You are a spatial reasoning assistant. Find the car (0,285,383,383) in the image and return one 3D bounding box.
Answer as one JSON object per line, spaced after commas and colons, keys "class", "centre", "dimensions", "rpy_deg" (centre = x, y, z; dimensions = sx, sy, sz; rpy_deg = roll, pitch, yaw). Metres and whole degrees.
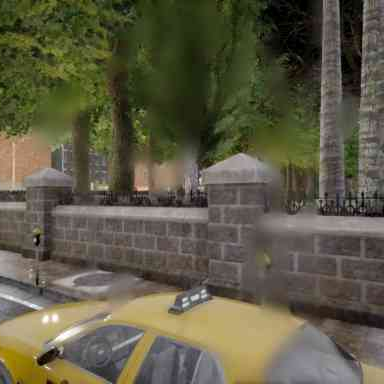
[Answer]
{"class": "car", "centre": [-0.221, 1.526, 2.976], "dimensions": [4.829, 1.417, 1.752], "rpy_deg": [0, -1, 35]}
